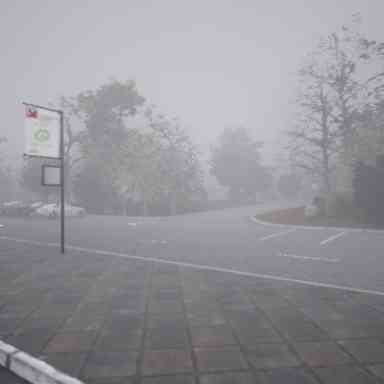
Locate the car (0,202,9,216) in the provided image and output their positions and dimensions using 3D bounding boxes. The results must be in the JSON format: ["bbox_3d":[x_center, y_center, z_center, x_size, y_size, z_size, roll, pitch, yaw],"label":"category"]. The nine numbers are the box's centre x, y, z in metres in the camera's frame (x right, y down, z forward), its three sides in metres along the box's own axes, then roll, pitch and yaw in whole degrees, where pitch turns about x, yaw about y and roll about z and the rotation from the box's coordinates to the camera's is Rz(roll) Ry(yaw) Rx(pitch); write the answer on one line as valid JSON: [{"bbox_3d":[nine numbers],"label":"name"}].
[{"bbox_3d":[-17.588,1.738,35.076,2.231,1.521,4.892,-1,0,36],"label":"car"}]

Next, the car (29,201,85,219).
[{"bbox_3d":[-12.360,1.726,31.347,2.002,1.452,4.674,-1,0,36],"label":"car"}]

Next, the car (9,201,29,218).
[{"bbox_3d":[-14.918,1.711,33.183,2.097,1.535,5.008,-1,0,36],"label":"car"}]
